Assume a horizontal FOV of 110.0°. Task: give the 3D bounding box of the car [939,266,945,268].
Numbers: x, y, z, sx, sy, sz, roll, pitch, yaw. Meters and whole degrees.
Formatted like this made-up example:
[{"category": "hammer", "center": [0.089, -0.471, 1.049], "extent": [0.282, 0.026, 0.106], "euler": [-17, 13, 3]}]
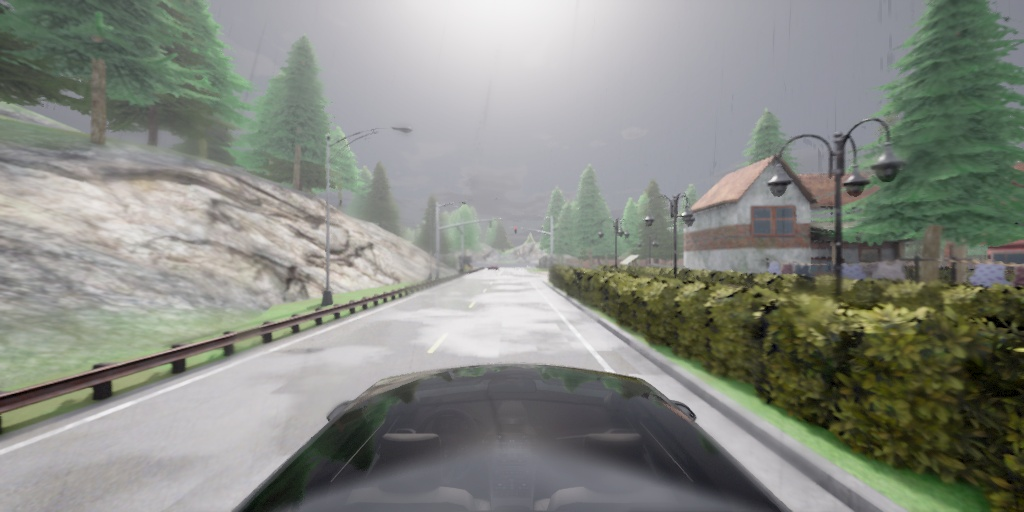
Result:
[{"category": "car", "center": [49.236, 1.902, 42.191], "extent": [4.674, 1.442, 1.812], "euler": [0, -1, 11]}]
